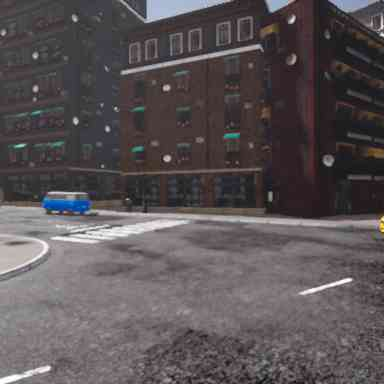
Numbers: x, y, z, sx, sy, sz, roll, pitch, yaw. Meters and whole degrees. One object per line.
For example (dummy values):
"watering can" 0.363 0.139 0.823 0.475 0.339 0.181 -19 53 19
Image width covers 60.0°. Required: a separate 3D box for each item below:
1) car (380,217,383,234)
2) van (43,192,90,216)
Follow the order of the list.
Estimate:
"car" 11.926 1.457 17.190 5.008 1.535 1.882 0 1 -27
"van" -10.026 0.896 26.484 3.998 1.788 1.690 1 0 25
